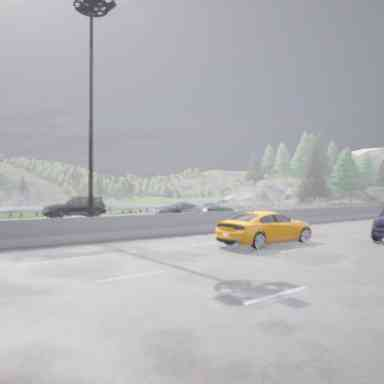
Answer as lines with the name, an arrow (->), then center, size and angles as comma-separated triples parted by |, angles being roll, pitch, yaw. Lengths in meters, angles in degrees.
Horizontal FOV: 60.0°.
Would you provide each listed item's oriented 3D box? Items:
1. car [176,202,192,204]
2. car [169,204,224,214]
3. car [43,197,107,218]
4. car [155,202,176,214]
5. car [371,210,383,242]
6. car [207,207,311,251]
car -> 1.474, 1.789, 31.184 | 5.357, 1.411, 2.033 | 0, -1, -36
car -> 0.889, 1.805, 26.412 | 4.718, 1.301, 1.895 | 0, -1, -36
car -> -10.769, 1.454, 30.868 | 5.566, 2.045, 2.150 | 0, -1, -36
car -> -1.393, 1.749, 33.421 | 4.902, 1.511, 2.128 | 0, -1, -36
car -> 10.567, 1.479, 15.934 | 4.553, 1.767, 2.097 | 1, -1, -37
car -> 3.323, 1.595, 14.919 | 5.008, 1.535, 1.882 | 0, -1, -37
